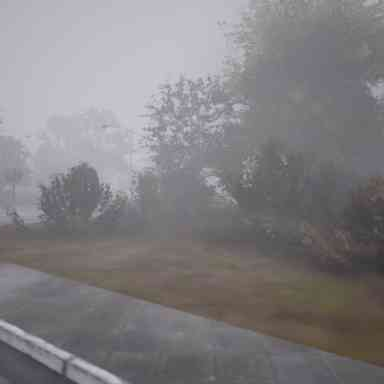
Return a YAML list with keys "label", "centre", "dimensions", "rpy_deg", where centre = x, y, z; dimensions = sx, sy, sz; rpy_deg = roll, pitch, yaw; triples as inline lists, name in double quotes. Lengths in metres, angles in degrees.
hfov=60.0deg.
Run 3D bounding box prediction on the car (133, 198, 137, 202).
- label: "car"
  centre: [-5.400, 1.193, 35.068]
  dimensions: [1.994, 1.385, 4.181]
  rpy_deg: [1, 1, 32]
